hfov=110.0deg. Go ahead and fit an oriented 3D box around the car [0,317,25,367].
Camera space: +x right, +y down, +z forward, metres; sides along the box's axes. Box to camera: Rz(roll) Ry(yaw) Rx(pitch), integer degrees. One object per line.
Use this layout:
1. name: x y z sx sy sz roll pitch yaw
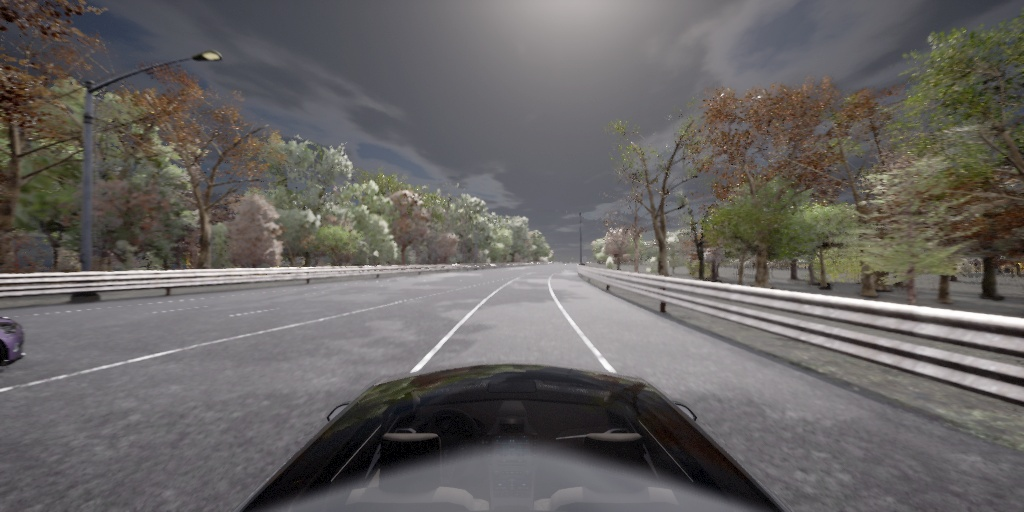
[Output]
1. car: -9.648 1.165 4.166 2.033 1.649 4.856 0 -1 12
